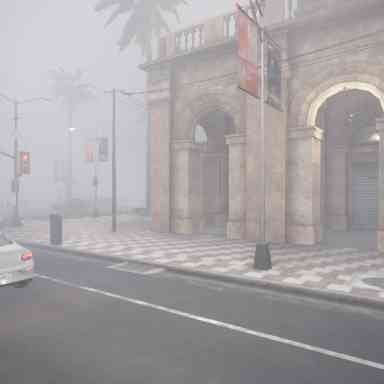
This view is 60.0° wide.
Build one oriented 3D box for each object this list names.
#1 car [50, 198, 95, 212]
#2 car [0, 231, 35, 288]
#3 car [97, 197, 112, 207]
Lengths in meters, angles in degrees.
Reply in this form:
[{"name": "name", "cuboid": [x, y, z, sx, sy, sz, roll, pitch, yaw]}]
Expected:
[{"name": "car", "cuboid": [-14.212, 1.505, 39.264, 1.837, 1.490, 4.892, 0, 0, 36]}, {"name": "car", "cuboid": [-5.584, 1.526, 7.930, 4.674, 1.442, 1.812, 0, 0, 36]}, {"name": "car", "cuboid": [-13.884, 1.513, 51.058, 2.161, 1.482, 4.786, 0, 0, 35]}]
